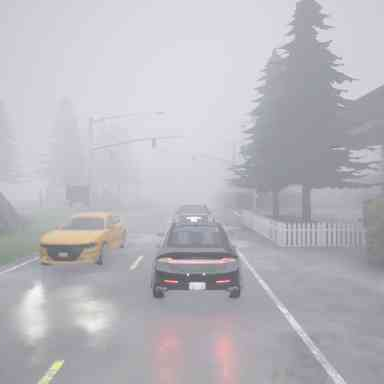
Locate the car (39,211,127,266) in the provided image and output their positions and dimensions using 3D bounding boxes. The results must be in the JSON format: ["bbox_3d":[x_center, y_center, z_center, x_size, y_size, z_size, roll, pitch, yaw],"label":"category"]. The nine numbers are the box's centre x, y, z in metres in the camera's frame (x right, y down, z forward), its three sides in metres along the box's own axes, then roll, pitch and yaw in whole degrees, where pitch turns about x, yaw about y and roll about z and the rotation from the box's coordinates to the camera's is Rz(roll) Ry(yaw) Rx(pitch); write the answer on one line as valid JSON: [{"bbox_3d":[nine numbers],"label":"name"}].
[{"bbox_3d":[-3.589,1.477,11.786,1.882,1.535,5.008,0,0,0],"label":"car"}]

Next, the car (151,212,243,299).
[{"bbox_3d":[0.094,1.491,8.460,2.128,1.511,4.902,0,0,0],"label":"car"}]

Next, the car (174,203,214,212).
[{"bbox_3d":[0.088,1.352,17.613,2.097,1.767,4.553,0,0,0],"label":"car"}]
